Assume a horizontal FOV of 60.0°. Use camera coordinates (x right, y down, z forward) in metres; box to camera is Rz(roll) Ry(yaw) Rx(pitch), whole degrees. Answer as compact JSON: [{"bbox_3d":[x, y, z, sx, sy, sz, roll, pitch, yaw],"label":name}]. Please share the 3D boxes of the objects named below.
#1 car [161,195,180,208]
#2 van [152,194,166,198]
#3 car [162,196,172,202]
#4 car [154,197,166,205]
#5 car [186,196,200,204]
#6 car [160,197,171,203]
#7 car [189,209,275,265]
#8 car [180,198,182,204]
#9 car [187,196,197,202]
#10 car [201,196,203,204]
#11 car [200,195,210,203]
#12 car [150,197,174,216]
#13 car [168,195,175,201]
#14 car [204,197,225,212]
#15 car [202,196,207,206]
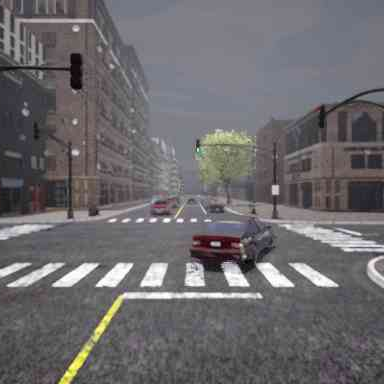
[{"bbox_3d":[-3.081,1.573,48.134,1.812,1.442,4.674,0,0,0],"label":"car"},{"bbox_3d":[-5.694,1.399,54.336,1.690,1.788,3.998,0,0,0],"label":"van"},{"bbox_3d":[-5.695,1.663,77.122,2.008,1.369,4.403,0,0,0],"label":"car"},{"bbox_3d":[-5.694,1.651,60.033,1.802,1.307,4.206,0,0,0],"label":"car"},{"bbox_3d":[-0.002,1.570,64.010,2.128,1.511,4.902,0,0,0],"label":"car"},{"bbox_3d":[-5.695,1.662,71.426,1.947,1.339,4.313,0,0,0],"label":"car"},{"bbox_3d":[1.654,1.549,11.920,2.033,1.411,5.357,0,0,23],"label":"car"},{"bbox_3d":[-3.024,1.583,64.117,1.837,1.490,4.892,0,0,1],"label":"car"},{"bbox_3d":[-0.003,1.569,74.433,1.994,1.385,4.181,0,0,0],"label":"car"},{"bbox_3d":[2.687,1.488,48.637,1.967,1.590,4.097,0,0,0],"label":"car"},{"bbox_3d":[2.686,1.537,71.425,1.967,1.590,4.097,0,0,0],"label":"car"},{"bbox_3d":[-3.075,1.549,33.238,1.812,1.442,4.674,0,0,0],"label":"car"},{"bbox_3d":[-5.697,1.687,94.044,1.752,1.417,4.829,0,0,0],"label":"car"},{"bbox_3d":[2.688,1.580,37.244,2.008,1.369,4.403,0,0,0],"label":"car"},{"bbox_3d":[2.688,1.479,42.941,1.967,1.590,4.097,0,0,0],"label":"car"}]
